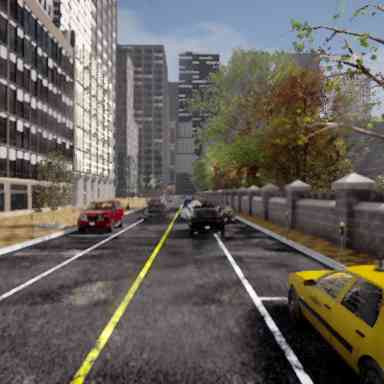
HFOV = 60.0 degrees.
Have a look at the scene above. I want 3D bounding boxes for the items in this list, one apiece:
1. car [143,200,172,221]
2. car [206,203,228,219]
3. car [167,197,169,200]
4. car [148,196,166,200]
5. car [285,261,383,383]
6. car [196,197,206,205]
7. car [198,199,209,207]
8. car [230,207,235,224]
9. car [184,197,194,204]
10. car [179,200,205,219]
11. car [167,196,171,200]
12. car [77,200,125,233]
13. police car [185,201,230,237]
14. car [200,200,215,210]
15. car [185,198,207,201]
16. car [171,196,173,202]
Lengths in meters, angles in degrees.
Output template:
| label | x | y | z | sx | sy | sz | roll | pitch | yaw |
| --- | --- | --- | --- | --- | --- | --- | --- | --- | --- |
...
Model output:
| label | x | y | z | sx | sy | sz | roll | pitch | yaw |
| --- | --- | --- | --- | --- | --- | --- | --- | --- | --- |
| car | -3.041 | 1.692 | 29.019 | 1.837 | 1.490 | 4.892 | 0 | 0 | -1 |
| car | 2.339 | 1.787 | 32.008 | 1.802 | 1.307 | 4.206 | 0 | 0 | -1 |
| car | -6.054 | 1.989 | 65.298 | 1.802 | 1.307 | 4.206 | 0 | 0 | -1 |
| car | -5.932 | 1.657 | 54.219 | 2.192 | 1.841 | 5.009 | 0 | 0 | -1 |
| car | 2.562 | 1.556 | 4.437 | 1.752 | 1.417 | 4.829 | 0 | 0 | 0 |
| car | 1.910 | 1.879 | 70.855 | 1.967 | 1.590 | 4.097 | 0 | 0 | -1 |
| car | 2.033 | 1.957 | 59.755 | 1.802 | 1.307 | 4.206 | 0 | 0 | -1 |
| car | 2.401 | 1.722 | 26.459 | 2.008 | 1.369 | 4.403 | 0 | 0 | -1 |
| car | -0.689 | 1.825 | 74.207 | 2.128 | 1.511 | 4.902 | 0 | 0 | -1 |
| car | 0.165 | 1.710 | 28.604 | 1.812 | 1.442 | 4.674 | 0 | 0 | -13 |
| car | -6.113 | 1.964 | 70.669 | 1.752 | 1.417 | 4.829 | 0 | 0 | -1 |
| car | -5.566 | 1.452 | 20.972 | 2.192 | 1.841 | 5.009 | 0 | 0 | -1 |
| police car | 0.741 | 1.549 | 18.923 | 1.930 | 1.638 | 5.238 | 0 | 0 | -1 |
| car | 2.155 | 1.874 | 48.656 | 1.947 | 1.339 | 4.313 | 0 | 0 | -1 |
| car | 0.314 | 1.680 | 35.036 | 1.801 | 1.575 | 5.366 | 0 | 0 | 4 |
| car | -6.154 | 1.851 | 87.462 | 2.192 | 1.841 | 5.009 | 0 | 0 | -1 |
